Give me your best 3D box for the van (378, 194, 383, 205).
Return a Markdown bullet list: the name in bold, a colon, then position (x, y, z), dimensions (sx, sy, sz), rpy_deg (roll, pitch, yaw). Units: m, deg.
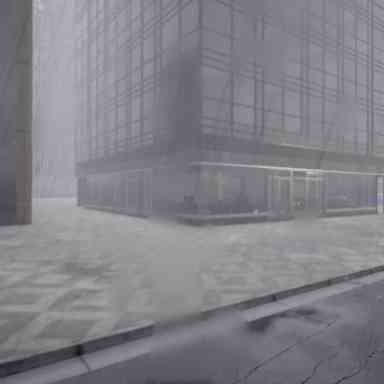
- **van**: position (28.680, 1.230, 52.385), dimensions (1.690, 1.788, 3.998), rpy_deg (1, 0, -35)
